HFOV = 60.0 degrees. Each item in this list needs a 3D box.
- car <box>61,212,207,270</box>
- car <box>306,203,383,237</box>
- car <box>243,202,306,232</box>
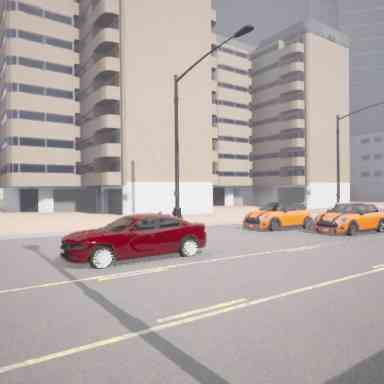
[{"bbox_3d":[-1.792,1.477,11.278,5.008,1.535,1.882,0,0,-35],"label":"car"},{"bbox_3d":[8.848,1.433,18.705,4.553,1.767,2.097,1,0,-35],"label":"car"},{"bbox_3d":[5.279,1.417,20.465,4.553,1.767,2.097,1,0,-35],"label":"car"}]
